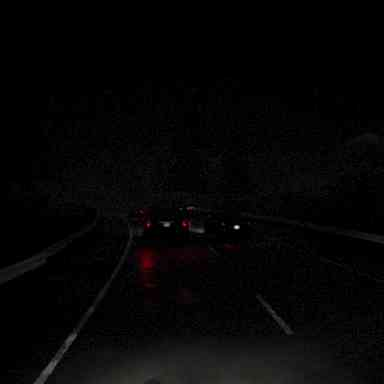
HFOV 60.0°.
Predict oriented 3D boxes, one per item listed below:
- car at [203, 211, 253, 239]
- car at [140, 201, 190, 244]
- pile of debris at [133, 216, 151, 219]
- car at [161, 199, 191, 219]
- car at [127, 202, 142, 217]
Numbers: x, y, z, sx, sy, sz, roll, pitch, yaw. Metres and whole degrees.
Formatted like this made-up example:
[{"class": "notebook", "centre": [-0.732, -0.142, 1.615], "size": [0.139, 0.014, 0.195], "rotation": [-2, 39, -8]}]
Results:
[{"class": "car", "centre": [1.893, 1.737, 18.440], "size": [1.994, 1.385, 4.181], "rotation": [0, -1, -9]}, {"class": "car", "centre": [-1.416, 1.520, 16.967], "size": [2.097, 1.767, 4.553], "rotation": [0, -1, -8]}, {"class": "pile of debris", "centre": [-5.006, 2.509, 33.183], "size": [1.500, 0.140, 1.860], "rotation": [0, -1, -17]}, {"class": "car", "centre": [-1.704, 1.685, 34.106], "size": [2.097, 1.767, 4.553], "rotation": [0, -1, -16]}, {"class": "car", "centre": [-5.811, 1.837, 35.633], "size": [1.882, 1.535, 5.008], "rotation": [0, -1, -17]}]
